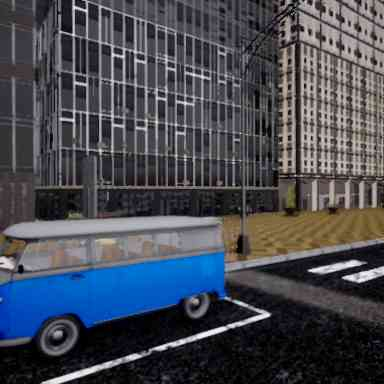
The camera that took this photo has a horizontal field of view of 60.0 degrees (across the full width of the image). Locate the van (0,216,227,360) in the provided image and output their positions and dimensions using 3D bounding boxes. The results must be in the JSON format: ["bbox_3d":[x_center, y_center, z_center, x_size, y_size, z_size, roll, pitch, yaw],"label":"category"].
[{"bbox_3d":[-1.268,1.343,5.663,3.998,1.788,1.690,0,0,-36],"label":"van"}]
